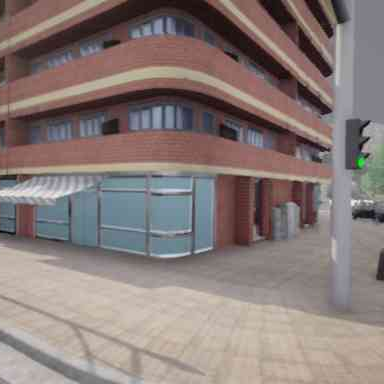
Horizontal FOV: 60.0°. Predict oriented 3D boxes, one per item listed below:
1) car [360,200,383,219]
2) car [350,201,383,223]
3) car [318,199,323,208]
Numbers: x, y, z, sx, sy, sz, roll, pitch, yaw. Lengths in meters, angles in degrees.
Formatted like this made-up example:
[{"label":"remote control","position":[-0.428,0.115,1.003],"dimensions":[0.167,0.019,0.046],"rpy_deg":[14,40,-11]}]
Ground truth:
[{"label":"car","position":[16.666,1.489,28.158],"dimensions":[1.812,1.442,4.674],"rpy_deg":[1,0,-13]},{"label":"car","position":[13.788,1.495,25.157],"dimensions":[2.033,1.411,5.357],"rpy_deg":[1,0,-7]},{"label":"car","position":[14.491,1.317,42.981],"dimensions":[1.837,1.490,4.892],"rpy_deg":[1,1,-32]}]
